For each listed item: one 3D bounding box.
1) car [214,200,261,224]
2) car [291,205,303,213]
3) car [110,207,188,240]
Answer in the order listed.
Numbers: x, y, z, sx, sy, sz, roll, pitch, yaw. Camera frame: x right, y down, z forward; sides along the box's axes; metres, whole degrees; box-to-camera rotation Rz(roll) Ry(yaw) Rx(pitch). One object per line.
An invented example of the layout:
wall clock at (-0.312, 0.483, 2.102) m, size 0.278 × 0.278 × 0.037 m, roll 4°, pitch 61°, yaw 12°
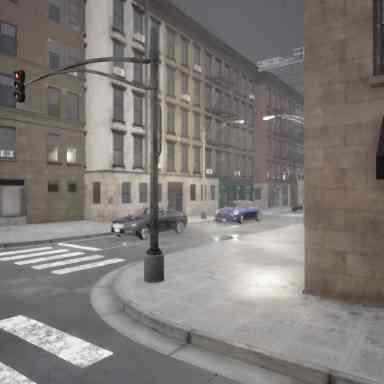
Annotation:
car at (3.631, 1.480, 25.993) m, size 2.097 × 1.767 × 4.553 m, roll 0°, pitch 0°, yaw 36°
car at (13.411, 1.819, 39.673) m, size 1.895 × 1.301 × 4.718 m, roll 0°, pitch 0°, yaw 36°
car at (-2.161, 1.568, 17.842) m, size 2.128 × 1.511 × 4.902 m, roll 0°, pitch 0°, yaw 35°
